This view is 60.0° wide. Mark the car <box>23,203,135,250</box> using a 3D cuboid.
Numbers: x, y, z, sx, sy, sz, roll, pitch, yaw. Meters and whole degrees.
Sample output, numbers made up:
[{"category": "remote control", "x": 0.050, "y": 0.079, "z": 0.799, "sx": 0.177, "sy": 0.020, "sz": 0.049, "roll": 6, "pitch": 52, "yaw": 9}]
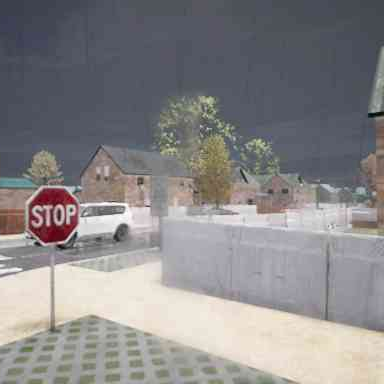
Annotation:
[{"category": "car", "x": -5.318, "y": 1.555, "z": 16.580, "sx": 2.150, "sy": 2.045, "sz": 5.566, "roll": -1, "pitch": -2, "yaw": 35}]

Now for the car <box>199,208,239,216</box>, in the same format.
[{"category": "car", "x": 1.973, "y": 2.095, "z": 26.775, "sx": 1.882, "sy": 1.535, "sz": 5.008, "roll": -1, "pitch": -2, "yaw": 37}]

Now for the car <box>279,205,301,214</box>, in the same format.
[{"category": "car", "x": 12.504, "y": 2.380, "z": 41.405, "sx": 2.097, "sy": 1.767, "sz": 4.553, "roll": -1, "pitch": -2, "yaw": 36}]

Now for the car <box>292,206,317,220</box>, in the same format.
[{"category": "car", "x": 13.349, "y": 2.516, "z": 37.595, "sx": 1.895, "sy": 1.301, "sz": 4.718, "roll": -1, "pitch": -2, "yaw": 36}]
